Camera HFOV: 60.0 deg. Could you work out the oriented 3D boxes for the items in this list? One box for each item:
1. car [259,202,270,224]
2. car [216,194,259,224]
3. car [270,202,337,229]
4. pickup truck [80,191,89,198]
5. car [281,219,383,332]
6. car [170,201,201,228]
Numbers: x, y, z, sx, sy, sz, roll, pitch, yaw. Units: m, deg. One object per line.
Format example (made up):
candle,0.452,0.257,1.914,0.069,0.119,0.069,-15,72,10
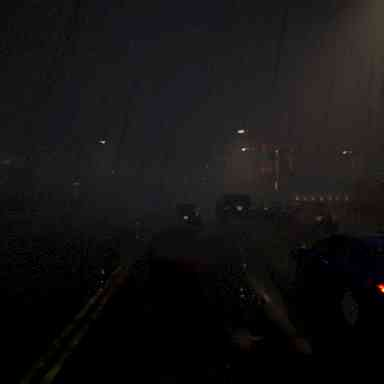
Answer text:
car,5.816,1.449,24.724,2.097,1.535,5.008,0,0,-2
car,3.028,1.183,24.272,2.150,2.045,5.566,0,0,-1
car,6.110,1.336,18.304,2.185,1.767,4.553,0,0,-2
pickup truck,-27.127,0.860,84.417,6.274,2.098,2.390,0,0,-2
car,3.438,1.522,6.686,1.812,1.442,4.674,0,0,-1
car,-0.424,1.521,22.107,1.994,1.385,4.181,0,0,-1
